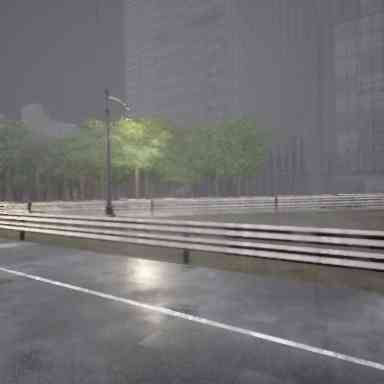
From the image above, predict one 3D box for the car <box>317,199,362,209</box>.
[{"bbox_3d":[14.791,0.996,33.407,4.181,1.385,1.994,-1,0,-6],"label":"car"}]
